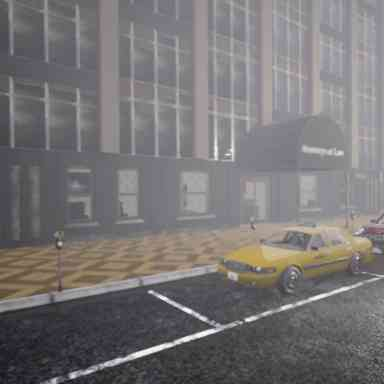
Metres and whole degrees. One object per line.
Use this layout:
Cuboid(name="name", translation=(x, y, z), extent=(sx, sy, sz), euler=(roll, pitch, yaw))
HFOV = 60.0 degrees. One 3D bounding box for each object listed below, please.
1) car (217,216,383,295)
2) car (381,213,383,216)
Cuboid(name="car", translation=(2.846, 1.485, 8.588), extent=(4.829, 1.417, 1.752), euler=(0, 0, -35))
Cuboid(name="car", translation=(7.626, 1.365, 11.994), extent=(4.097, 1.590, 1.967), euler=(0, 0, -35))
